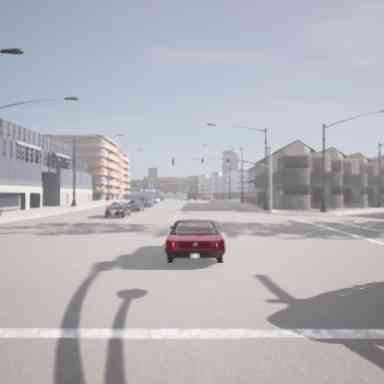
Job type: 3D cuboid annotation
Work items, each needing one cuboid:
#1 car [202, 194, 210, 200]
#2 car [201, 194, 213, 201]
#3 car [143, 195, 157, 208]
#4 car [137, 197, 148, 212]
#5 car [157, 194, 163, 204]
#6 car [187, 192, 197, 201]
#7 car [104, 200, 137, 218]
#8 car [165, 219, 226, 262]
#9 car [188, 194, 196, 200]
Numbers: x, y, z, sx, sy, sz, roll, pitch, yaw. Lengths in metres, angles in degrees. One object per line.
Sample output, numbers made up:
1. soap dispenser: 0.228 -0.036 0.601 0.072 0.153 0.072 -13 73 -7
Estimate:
1. car: 3.504 1.219 85.516 1.882 1.535 5.008 0 -1 0
2. car: 3.504 1.141 75.472 2.097 1.767 4.553 0 -1 0
3. car: -7.041 1.445 50.789 2.097 1.767 4.553 0 1 1
4. car: -7.084 1.715 41.532 1.812 1.442 4.674 0 0 0
5. car: -6.997 1.505 60.947 1.895 1.301 4.718 0 1 0
6. car: 0.004 1.008 75.118 2.150 2.045 5.566 0 -1 0
7. car: -7.096 1.671 32.277 2.128 1.511 4.902 0 0 0
8. car: 0.099 1.661 12.330 1.895 1.301 4.718 0 0 0
9. car: 0.004 1.267 85.515 2.128 1.511 4.902 0 -1 0
